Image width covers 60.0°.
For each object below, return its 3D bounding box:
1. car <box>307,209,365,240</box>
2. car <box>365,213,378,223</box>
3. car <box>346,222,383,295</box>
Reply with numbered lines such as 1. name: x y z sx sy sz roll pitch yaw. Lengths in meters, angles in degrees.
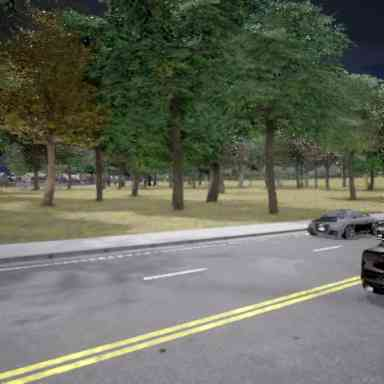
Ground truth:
1. car: 7.917 1.600 17.306 4.181 1.385 1.994 0 0 -35
2. car: 10.189 1.526 14.936 4.902 1.511 2.128 0 0 -35
3. car: 5.845 1.514 7.605 5.008 1.535 1.882 0 0 -35
